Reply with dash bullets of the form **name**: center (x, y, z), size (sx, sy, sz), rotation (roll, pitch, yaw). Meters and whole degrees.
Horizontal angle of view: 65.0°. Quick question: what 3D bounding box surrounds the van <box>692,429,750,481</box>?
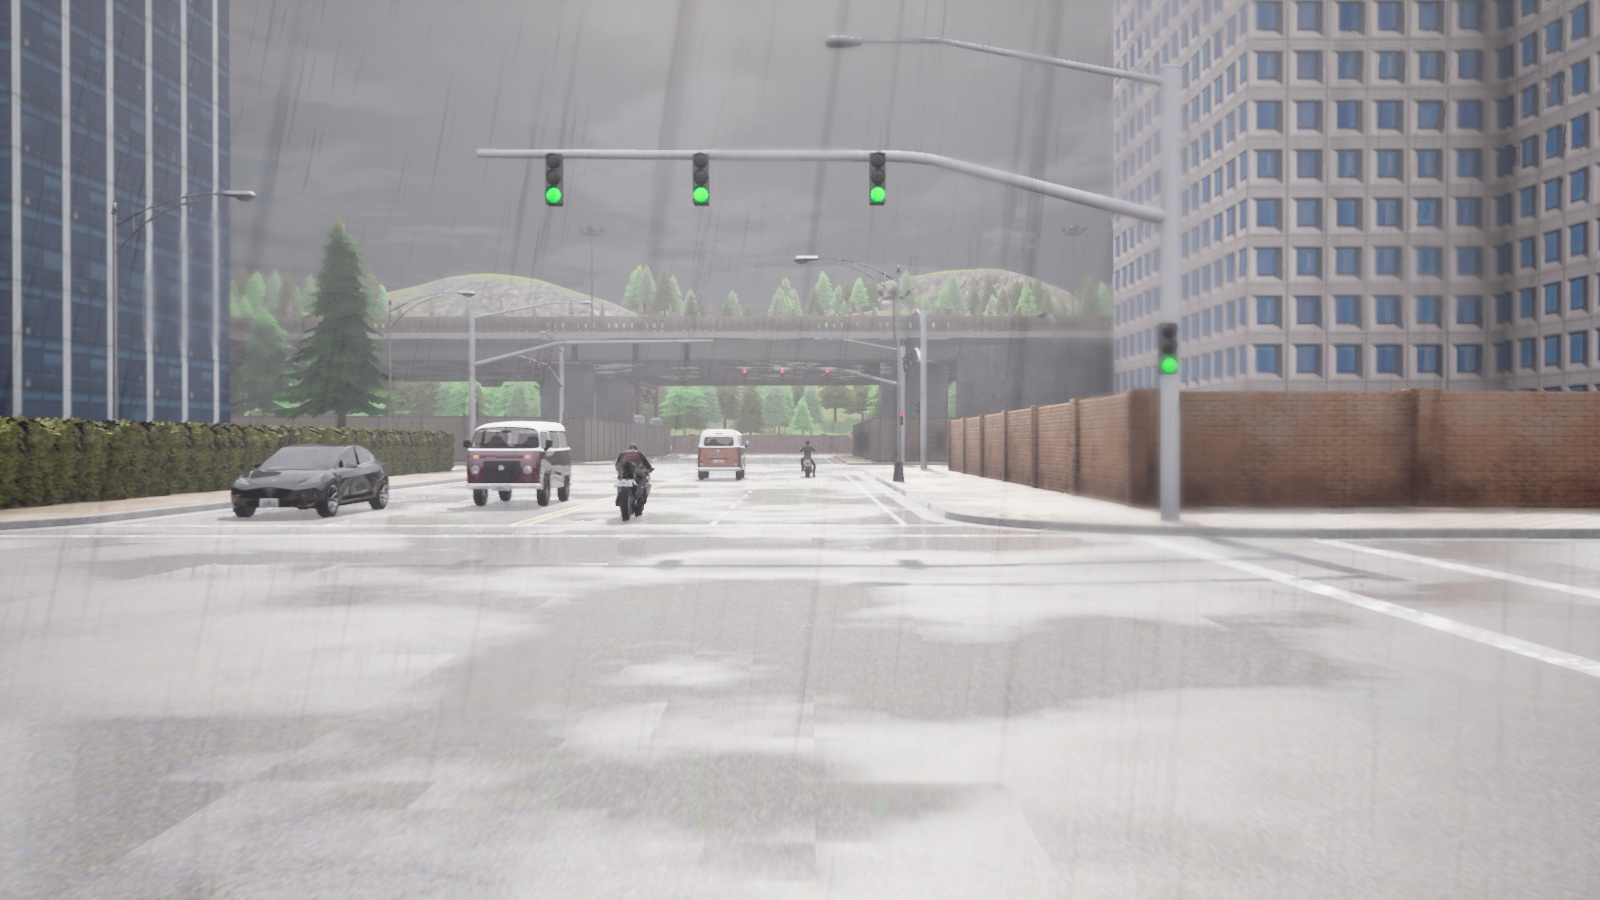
- **van**: center (-3.192, 0.167, 51.473), size (2.069, 2.038, 4.480), rotation (0, 0, 0)

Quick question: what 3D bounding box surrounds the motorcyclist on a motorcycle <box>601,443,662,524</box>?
- **motorcyclist on a motorcycle**: center (-3.317, 0.634, 24.890), size (0.866, 1.530, 2.191), rotation (0, 0, 1)

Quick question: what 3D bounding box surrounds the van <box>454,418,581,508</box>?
- **van**: center (-6.810, 0.285, 30.753), size (2.069, 2.038, 4.480), rotation (0, 0, 0)

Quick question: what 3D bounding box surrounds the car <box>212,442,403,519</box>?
- **car**: center (-10.332, 0.582, 26.812), size (2.163, 1.488, 4.792), rotation (0, 0, 0)
